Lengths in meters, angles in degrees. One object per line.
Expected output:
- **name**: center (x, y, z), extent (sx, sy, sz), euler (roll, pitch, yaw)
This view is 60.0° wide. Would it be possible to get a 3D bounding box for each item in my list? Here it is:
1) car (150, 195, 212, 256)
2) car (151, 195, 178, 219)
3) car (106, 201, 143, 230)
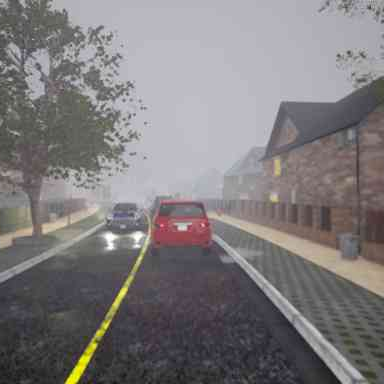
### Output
- **car**: center (-0.515, 1.279, 13.608), extent (2.150, 2.045, 5.566), euler (0, 0, -4)
- **car**: center (-2.790, 1.350, 31.997), extent (2.150, 2.045, 5.566), euler (0, 0, -9)
- **car**: center (-4.269, 1.437, 21.573), extent (2.097, 1.767, 4.553), euler (0, 0, -7)
